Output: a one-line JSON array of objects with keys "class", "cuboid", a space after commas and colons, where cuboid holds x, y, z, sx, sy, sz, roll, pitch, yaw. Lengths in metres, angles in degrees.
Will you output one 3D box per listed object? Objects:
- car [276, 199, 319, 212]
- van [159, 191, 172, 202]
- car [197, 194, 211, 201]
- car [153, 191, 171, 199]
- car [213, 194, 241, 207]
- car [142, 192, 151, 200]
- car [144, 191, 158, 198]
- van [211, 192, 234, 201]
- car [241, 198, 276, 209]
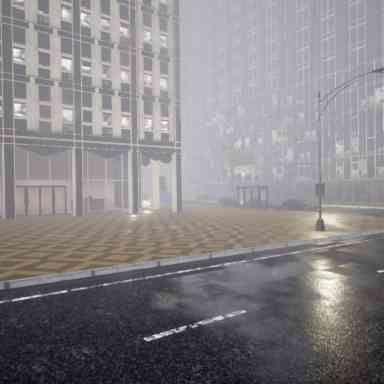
[{"class": "car", "cuboid": [11.675, 1.422, 35.905, 1.947, 1.339, 4.313, -1, 1, -34]}, {"class": "van", "cuboid": [-4.308, 0.935, 59.399, 1.690, 1.788, 3.998, 0, 1, -34]}, {"class": "car", "cuboid": [2.600, 1.041, 64.145, 1.802, 1.307, 4.206, -1, 1, -34]}, {"class": "car", "cuboid": [-7.055, 0.612, 78.197, 2.192, 1.841, 5.009, 0, 1, -34]}, {"class": "car", "cuboid": [5.301, 1.317, 45.319, 1.947, 1.339, 4.313, -1, 1, -34]}, {"class": "car", "cuboid": [-10.744, 1.037, 68.771, 2.008, 1.369, 4.403, 0, 1, -34]}, {"class": "car", "cuboid": [-10.273, 0.683, 82.883, 1.967, 1.590, 4.097, 0, 1, -34]}, {"class": "van", "cuboid": [5.817, 0.853, 59.457, 1.690, 1.788, 3.998, -1, 1, -34]}, {"class": "car", "cuboid": [8.471, 1.386, 40.602, 1.802, 1.307, 4.206, -1, 1, -34]}]
